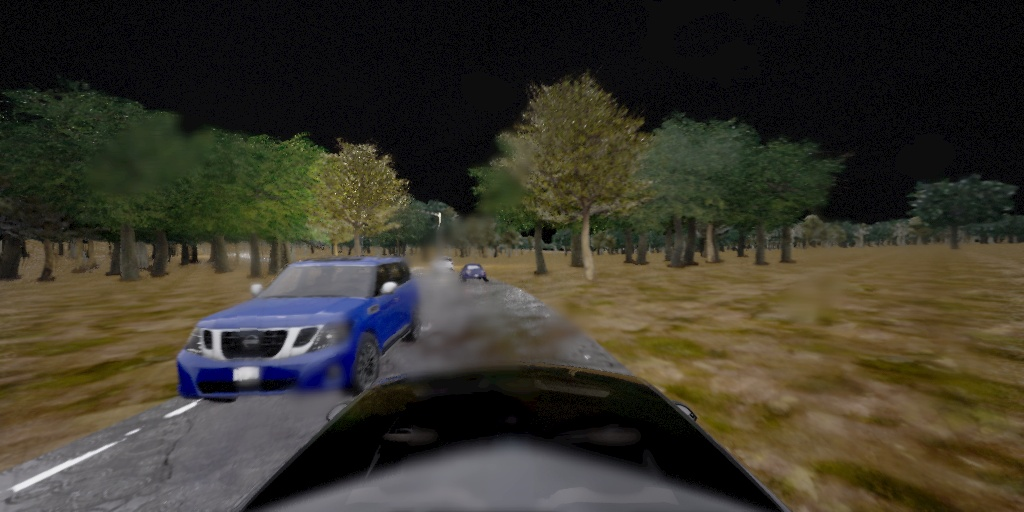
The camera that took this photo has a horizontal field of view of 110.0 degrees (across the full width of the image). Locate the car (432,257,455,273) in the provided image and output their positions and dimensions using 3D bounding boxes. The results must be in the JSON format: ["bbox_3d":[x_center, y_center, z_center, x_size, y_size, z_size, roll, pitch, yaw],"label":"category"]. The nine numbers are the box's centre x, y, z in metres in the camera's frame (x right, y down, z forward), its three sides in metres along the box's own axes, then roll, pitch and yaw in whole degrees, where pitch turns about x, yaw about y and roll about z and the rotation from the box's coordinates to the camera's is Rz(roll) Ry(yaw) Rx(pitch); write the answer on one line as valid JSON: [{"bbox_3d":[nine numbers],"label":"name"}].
[{"bbox_3d":[-9.175,1.158,47.712,2.150,2.045,5.566,-1,0,-22],"label":"car"}]

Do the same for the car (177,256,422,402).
[{"bbox_3d":[-3.248,1.034,6.963,2.150,2.045,5.566,-1,0,-3],"label":"car"}]

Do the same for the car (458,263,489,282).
[{"bbox_3d":[-3.231,1.337,29.586,1.812,1.442,4.674,-1,0,-13],"label":"car"}]
